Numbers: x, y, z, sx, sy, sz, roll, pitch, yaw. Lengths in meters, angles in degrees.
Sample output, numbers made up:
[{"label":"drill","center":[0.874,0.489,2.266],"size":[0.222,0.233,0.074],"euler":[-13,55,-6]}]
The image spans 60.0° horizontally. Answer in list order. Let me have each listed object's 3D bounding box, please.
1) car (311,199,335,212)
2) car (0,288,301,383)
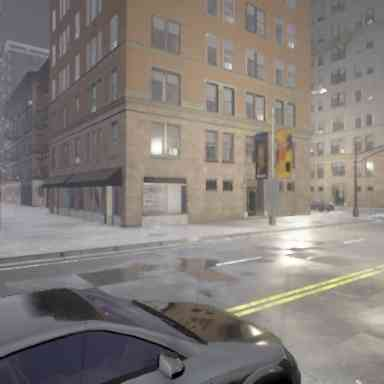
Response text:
[{"label":"car","center":[14.094,1.530,38.176],"size":[1.994,1.385,4.181],"euler":[0,0,-36]},{"label":"car","center":[-0.983,1.563,2.720],"size":[4.181,1.385,1.994],"euler":[0,0,-37]}]
